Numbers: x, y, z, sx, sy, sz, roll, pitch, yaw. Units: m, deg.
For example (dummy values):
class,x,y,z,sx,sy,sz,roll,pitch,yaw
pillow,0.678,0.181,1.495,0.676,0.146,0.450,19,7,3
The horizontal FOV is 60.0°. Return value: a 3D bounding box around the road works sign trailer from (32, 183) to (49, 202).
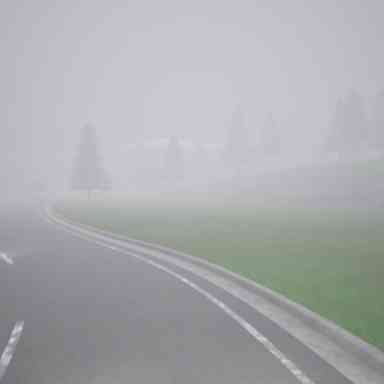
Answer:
class,x,y,z,sx,sy,sz,roll,pitch,yaw
road works sign trailer,-28.377,0.068,62.038,2.380,3.560,2.880,-1,1,-19
